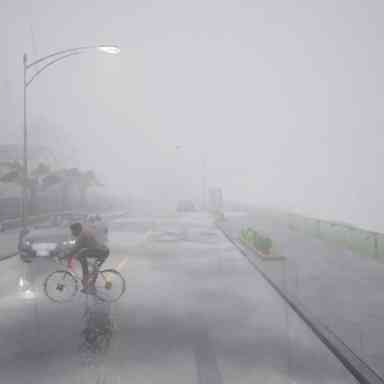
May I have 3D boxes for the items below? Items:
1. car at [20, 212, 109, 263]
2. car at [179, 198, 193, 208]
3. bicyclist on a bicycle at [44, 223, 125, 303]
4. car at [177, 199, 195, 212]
[{"bbox_3d":[-4.315,1.491,11.991,2.128,1.511,4.902,0,0,-1],"label":"car"},{"bbox_3d":[-0.867,1.601,48.035,1.895,1.301,4.718,0,0,-1],"label":"car"},{"bbox_3d":[-2.179,1.451,6.742,1.656,1.620,0.582,-1,0,-1],"label":"bicyclist on a bicycle"},{"bbox_3d":[-0.669,1.564,38.092,1.994,1.385,4.181,0,0,-1],"label":"car"}]
